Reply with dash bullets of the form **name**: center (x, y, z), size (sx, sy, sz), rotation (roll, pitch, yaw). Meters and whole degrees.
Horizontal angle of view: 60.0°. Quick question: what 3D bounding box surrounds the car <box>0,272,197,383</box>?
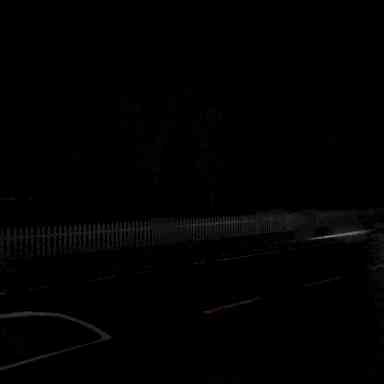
- **car**: center (-2.259, 1.491, 2.382), size (4.902, 1.511, 2.128), rotation (0, 0, -35)
